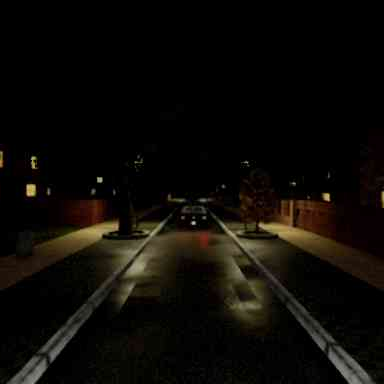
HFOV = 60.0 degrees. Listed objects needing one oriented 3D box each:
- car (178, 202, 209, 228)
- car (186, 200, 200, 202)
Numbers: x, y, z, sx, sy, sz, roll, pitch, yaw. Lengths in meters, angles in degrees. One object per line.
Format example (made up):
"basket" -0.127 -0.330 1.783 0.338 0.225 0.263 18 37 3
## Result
"car" 0.098 1.554 21.907 1.895 1.301 4.718 0 0 0
"car" 0.096 1.534 37.166 1.895 1.301 4.718 0 0 0
